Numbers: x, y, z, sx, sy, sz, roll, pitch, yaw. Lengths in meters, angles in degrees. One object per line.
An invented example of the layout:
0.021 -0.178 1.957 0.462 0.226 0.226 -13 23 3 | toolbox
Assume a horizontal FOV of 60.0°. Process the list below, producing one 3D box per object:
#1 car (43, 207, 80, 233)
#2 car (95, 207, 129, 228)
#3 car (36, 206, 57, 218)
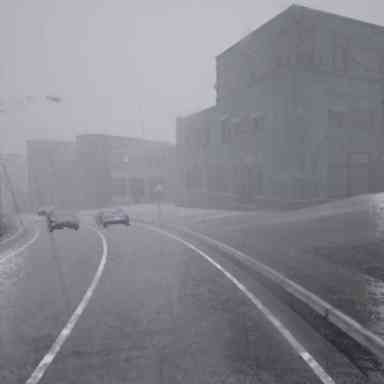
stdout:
-8.970 1.944 23.056 2.033 1.411 5.357 -2 -1 -25 | car
-6.178 1.882 25.497 1.994 1.385 4.181 -2 -1 -25 | car
-18.325 2.507 42.636 2.128 1.511 4.902 -4 0 -45 | car
